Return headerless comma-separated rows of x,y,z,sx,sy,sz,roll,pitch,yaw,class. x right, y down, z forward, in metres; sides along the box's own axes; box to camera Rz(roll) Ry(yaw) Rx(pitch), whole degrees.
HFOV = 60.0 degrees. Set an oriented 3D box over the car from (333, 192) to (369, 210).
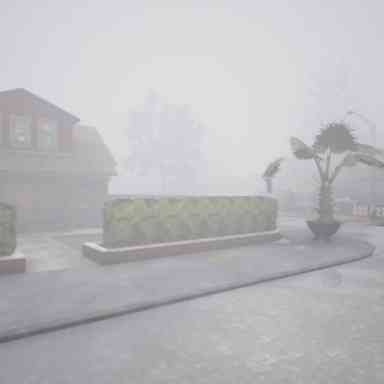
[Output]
17.018,0.974,35.967,3.866,1.878,1.905,0,0,0,car
